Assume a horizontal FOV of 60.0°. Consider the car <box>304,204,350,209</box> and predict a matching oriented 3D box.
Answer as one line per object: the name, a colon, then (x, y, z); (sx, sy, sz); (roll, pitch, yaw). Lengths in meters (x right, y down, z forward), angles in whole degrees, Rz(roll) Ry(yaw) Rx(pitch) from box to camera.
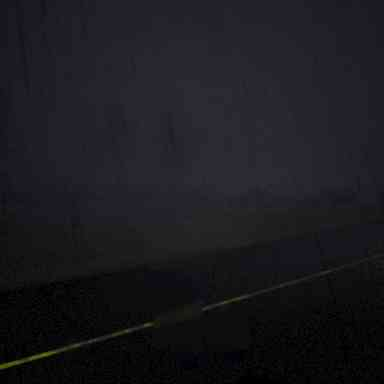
car: (11.262, 0.746, 26.915); (5.566, 2.045, 2.150); (-1, 1, -43)
